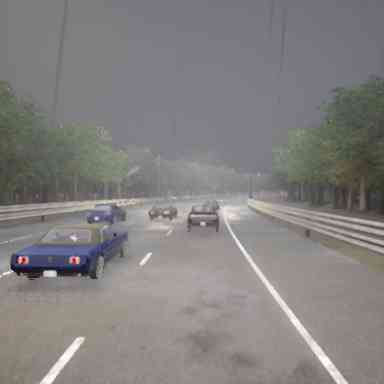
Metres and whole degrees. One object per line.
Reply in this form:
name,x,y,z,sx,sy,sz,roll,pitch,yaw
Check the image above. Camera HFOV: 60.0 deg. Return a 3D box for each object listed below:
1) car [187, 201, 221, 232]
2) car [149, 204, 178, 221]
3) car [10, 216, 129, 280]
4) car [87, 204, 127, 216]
car,0.731,1.537,20.664,2.128,1.511,4.902,0,0,3
car,-2.310,1.666,28.142,1.895,1.301,4.718,0,0,4
car,-3.223,1.615,9.929,1.895,1.301,4.718,0,0,2
car,-6.086,1.572,24.014,1.812,1.442,4.674,0,0,3
